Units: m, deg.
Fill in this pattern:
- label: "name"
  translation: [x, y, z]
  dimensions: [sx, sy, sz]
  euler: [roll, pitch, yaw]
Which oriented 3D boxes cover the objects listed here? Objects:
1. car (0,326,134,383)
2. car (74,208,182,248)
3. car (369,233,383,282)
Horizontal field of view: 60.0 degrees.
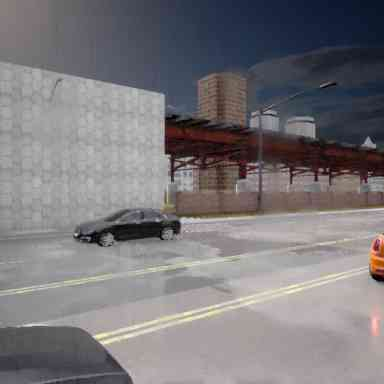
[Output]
- label: "car"
  translation: [-2.901, 1.547, 1.673]
  dimensions: [5.357, 1.411, 2.033]
  euler: [0, 0, -36]
- label: "car"
  translation: [-2.749, 1.505, 14.945]
  dimensions: [4.892, 1.490, 1.837]
  euler: [0, 0, -36]
- label: "car"
  translation: [6.582, 1.352, 8.473]
  dimensions: [4.553, 1.767, 2.097]
  euler: [0, 0, -34]
